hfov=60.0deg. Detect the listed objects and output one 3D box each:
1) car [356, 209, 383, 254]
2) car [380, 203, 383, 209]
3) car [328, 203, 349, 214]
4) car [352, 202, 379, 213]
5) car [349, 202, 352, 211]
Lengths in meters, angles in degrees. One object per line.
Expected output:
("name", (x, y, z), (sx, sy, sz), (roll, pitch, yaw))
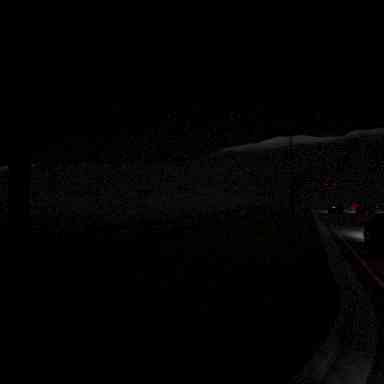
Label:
("car", (8.570, 1.682, 14.157), (2.128, 1.511, 4.902), (-2, -1, 21))
("car", (26.093, 2.097, 42.629), (2.033, 1.411, 5.357), (-2, -1, 20))
("car", (19.790, 2.229, 45.800), (2.128, 1.511, 4.902), (-1, -1, 19))
("car", (22.944, 2.244, 44.204), (1.895, 1.301, 4.718), (-1, -1, 19))
("car", (26.221, 2.334, 53.688), (1.812, 1.442, 4.674), (-1, -1, 19))
